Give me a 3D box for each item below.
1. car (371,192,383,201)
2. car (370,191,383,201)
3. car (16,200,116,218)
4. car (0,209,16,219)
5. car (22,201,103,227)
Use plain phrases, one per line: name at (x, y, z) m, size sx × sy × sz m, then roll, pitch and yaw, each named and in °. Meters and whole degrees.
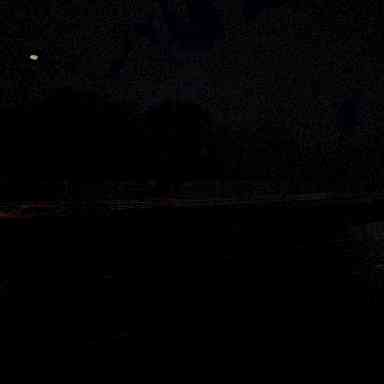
car at (24.296, 0.902, 41.768) m, size 4.181 × 1.385 × 1.994 m, roll -2°, pitch 1°, yaw -33°
car at (30.841, 0.606, 53.525) m, size 4.718 × 1.301 × 1.895 m, roll -2°, pitch 1°, yaw -36°
car at (-6.070, 1.334, 16.825) m, size 4.553 × 1.767 × 2.097 m, roll 0°, pitch 0°, yaw -35°
car at (-9.149, 1.460, 18.939) m, size 5.008 × 1.535 × 1.882 m, roll 0°, pitch 0°, yaw -35°
car at (-9.002, 1.465, 23.324) m, size 4.902 × 1.511 × 2.128 m, roll 0°, pitch 0°, yaw -35°
